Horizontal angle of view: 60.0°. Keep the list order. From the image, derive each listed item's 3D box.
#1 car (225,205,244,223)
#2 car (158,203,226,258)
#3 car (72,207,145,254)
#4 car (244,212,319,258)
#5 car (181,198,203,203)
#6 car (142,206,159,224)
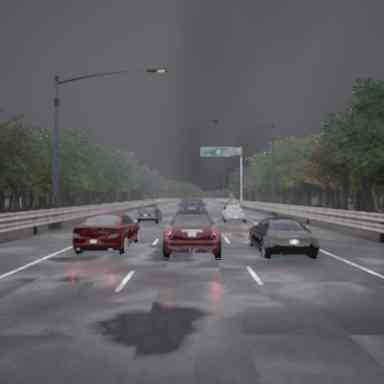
[{"bbox_3d":[3.521,1.826,28.908,1.812,1.442,4.674,0,0,0],"label":"car"},{"bbox_3d":[0.017,1.487,13.436,2.097,1.767,4.553,0,-1,0],"label":"car"},{"bbox_3d":[-3.476,1.622,14.262,1.882,1.535,5.008,0,0,0],"label":"car"},{"bbox_3d":[3.517,1.700,13.413,1.994,1.385,4.181,0,0,0],"label":"car"},{"bbox_3d":[0.006,1.511,27.601,2.150,2.045,5.566,0,0,0],"label":"car"},{"bbox_3d":[-3.494,1.833,27.539,2.033,1.411,5.357,0,-1,0],"label":"car"}]
